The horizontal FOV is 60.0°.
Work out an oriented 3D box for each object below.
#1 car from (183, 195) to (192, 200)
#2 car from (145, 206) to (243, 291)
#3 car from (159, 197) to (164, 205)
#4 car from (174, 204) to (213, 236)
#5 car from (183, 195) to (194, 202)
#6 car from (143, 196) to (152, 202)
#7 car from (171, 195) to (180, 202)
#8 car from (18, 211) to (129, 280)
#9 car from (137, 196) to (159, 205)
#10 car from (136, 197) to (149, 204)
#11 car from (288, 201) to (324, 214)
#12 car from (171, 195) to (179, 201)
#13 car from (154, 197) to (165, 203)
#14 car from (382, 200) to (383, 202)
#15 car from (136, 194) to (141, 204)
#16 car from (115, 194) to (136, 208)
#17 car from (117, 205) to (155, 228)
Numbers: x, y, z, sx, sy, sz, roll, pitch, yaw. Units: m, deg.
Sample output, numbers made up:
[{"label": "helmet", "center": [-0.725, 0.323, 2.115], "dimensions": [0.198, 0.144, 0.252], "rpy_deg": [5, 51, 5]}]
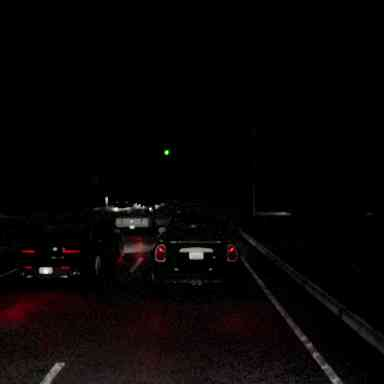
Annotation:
[{"label": "car", "center": [-1.359, 1.574, 94.591], "dimensions": [1.994, 1.385, 4.181], "rpy_deg": [0, 0, -7]}, {"label": "car", "center": [0.093, 1.420, 9.374], "dimensions": [2.097, 1.767, 4.553], "rpy_deg": [0, 0, 0]}, {"label": "car", "center": [-7.118, 1.792, 64.671], "dimensions": [2.033, 1.411, 5.357], "rpy_deg": [0, 0, 1]}, {"label": "car", "center": [0.079, 1.598, 20.333], "dimensions": [2.128, 1.511, 4.902], "rpy_deg": [0, 0, 0]}, {"label": "car", "center": [-0.612, 1.736, 84.676], "dimensions": [1.812, 1.442, 4.674], "rpy_deg": [0, 0, -4]}, {"label": "car", "center": [-11.000, 1.750, 82.347], "dimensions": [1.812, 1.442, 4.674], "rpy_deg": [0, 0, -2]}, {"label": "car", "center": [-4.071, 1.702, 83.980], "dimensions": [1.882, 1.535, 5.008], "rpy_deg": [0, 0, -4]}, {"label": "car", "center": [-3.408, 1.578, 10.172], "dimensions": [1.837, 1.490, 4.892], "rpy_deg": [0, 0, 0]}, {"label": "car", "center": [-7.154, 1.770, 54.603], "dimensions": [2.033, 1.411, 5.357], "rpy_deg": [0, 0, 0]}, {"label": "car", "center": [-10.673, 1.772, 72.124], "dimensions": [2.128, 1.511, 4.902], "rpy_deg": [0, 0, -1]}, {"label": "car", "center": [13.745, 1.712, 37.826], "dimensions": [5.357, 1.411, 2.033], "rpy_deg": [0, 0, -3]}, {"label": "car", "center": [-4.841, 1.689, 94.148], "dimensions": [1.837, 1.490, 4.892], "rpy_deg": [0, 0, -7]}, {"label": "car", "center": [-7.240, 1.783, 75.099], "dimensions": [2.033, 1.411, 5.357], "rpy_deg": [0, 0, -1]}, {"label": "car", "center": [22.810, 1.518, 38.348], "dimensions": [4.553, 1.767, 2.097], "rpy_deg": [0, 0, -3]}, {"label": "car", "center": [-10.630, 1.463, 61.902], "dimensions": [2.150, 2.045, 5.566], "rpy_deg": [0, 0, 0]}, {"label": "car", "center": [-10.652, 1.568, 52.460], "dimensions": [2.097, 1.767, 4.553], "rpy_deg": [0, 0, 0]}, {"label": "car", "center": [-3.423, 1.711, 21.194], "dimensions": [1.895, 1.301, 4.718], "rpy_deg": [0, 0, 0]}]
